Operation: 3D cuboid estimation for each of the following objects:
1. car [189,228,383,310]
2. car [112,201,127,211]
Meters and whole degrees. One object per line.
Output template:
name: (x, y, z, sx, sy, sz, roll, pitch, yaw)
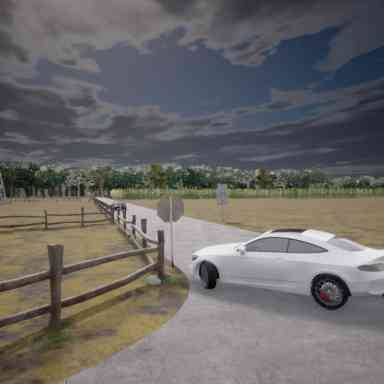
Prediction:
car: (2.122, 1.615, 7.976, 4.674, 1.442, 1.812, -2, 0, 34)
car: (-10.882, 1.985, 49.471, 2.033, 1.411, 5.357, -2, 0, -18)
